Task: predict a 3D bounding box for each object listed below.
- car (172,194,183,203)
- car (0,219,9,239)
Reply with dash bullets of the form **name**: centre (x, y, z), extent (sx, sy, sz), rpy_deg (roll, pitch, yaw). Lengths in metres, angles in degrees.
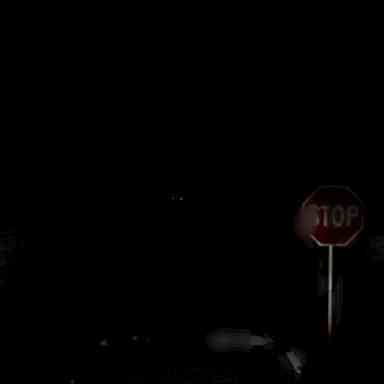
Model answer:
- **car**: centre (-2.850, 1.263, 65.858), extent (2.097, 1.767, 4.553), rpy_deg (0, 0, 0)
- **car**: centre (-10.365, 1.352, 13.874), extent (5.008, 1.535, 1.882), rpy_deg (1, 1, 0)
